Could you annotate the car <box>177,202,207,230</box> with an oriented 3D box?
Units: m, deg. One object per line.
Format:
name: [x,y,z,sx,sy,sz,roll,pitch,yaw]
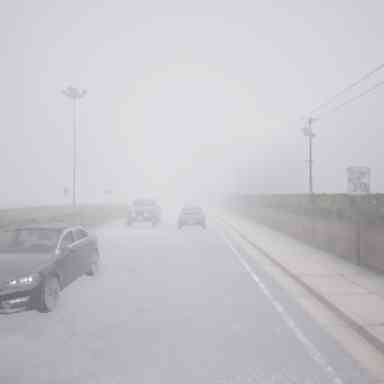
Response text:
car: [0.001,1.710,22.935,2.128,1.511,4.902,0,-1,0]

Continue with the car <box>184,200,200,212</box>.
car: [-0.036,1.932,46.424,2.128,1.511,4.902,0,0,0]

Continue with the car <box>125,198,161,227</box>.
car: [-3.604,1.464,25.582,2.150,2.045,5.566,0,0,0]

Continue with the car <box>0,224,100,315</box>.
car: [-3.614,1.569,7.950,2.128,1.511,4.902,0,-1,0]
